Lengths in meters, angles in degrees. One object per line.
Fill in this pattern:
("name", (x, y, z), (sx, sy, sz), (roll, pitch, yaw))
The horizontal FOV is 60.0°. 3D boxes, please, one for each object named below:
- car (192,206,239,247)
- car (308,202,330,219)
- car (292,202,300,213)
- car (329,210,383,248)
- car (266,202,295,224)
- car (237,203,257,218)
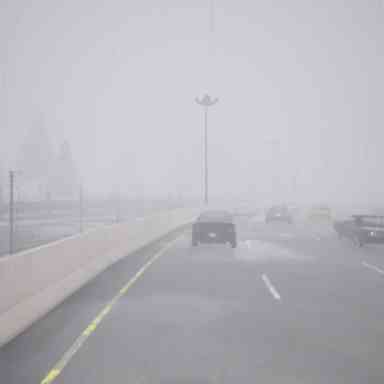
("car", (1.148, 1.602, 15.818), (1.882, 1.535, 5.008), (0, 0, 7))
("car", (12.376, 1.731, 32.443), (1.882, 1.535, 5.008), (0, 0, 19))
("car", (12.323, 1.925, 41.606), (1.895, 1.301, 4.718), (0, -1, 25))
("car", (8.107, 1.721, 15.412), (1.895, 1.301, 4.718), (0, 0, 8))
("car", (7.163, 1.778, 27.454), (1.994, 1.385, 4.181), (0, -1, 15))
("car", (5.423, 1.789, 33.703), (1.812, 1.442, 4.674), (0, 0, 18))
